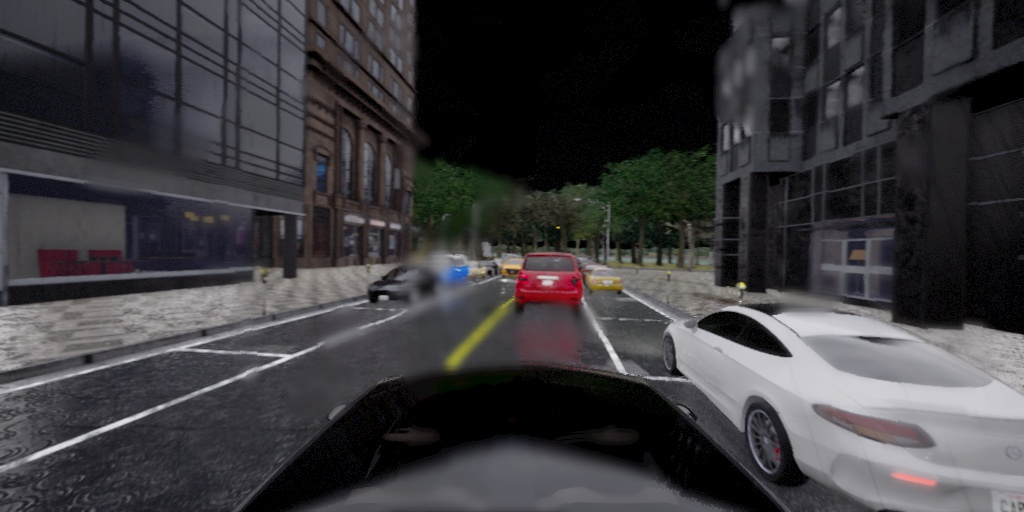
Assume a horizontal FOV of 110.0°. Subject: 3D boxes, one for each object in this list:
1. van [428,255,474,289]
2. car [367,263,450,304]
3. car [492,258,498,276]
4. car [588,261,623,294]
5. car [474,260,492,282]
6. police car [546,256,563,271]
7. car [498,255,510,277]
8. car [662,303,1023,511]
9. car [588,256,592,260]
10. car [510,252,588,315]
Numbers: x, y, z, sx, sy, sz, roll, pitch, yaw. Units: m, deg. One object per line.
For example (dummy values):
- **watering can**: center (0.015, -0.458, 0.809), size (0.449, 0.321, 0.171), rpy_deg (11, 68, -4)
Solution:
- **van**: center (-3.619, 0.841, 20.370), size (1.690, 1.789, 3.998), rpy_deg (0, 0, 7)
- **car**: center (-4.307, 1.105, 14.976), size (1.948, 1.339, 4.313), rpy_deg (0, 0, 7)
- **car**: center (-2.243, 0.990, 31.157), size (1.948, 1.339, 4.313), rpy_deg (0, 0, 7)
- **car**: center (4.858, 1.197, 19.461), size (1.751, 1.417, 4.829), rpy_deg (0, 0, 7)
- **car**: center (-2.952, 0.988, 25.595), size (1.751, 1.417, 4.829), rpy_deg (0, 0, 7)
- **police car**: center (5.282, 0.869, 44.502), size (1.930, 1.638, 5.238), rpy_deg (1, 0, 7)
- **car**: center (0.346, 0.960, 30.223), size (1.882, 1.535, 5.008), rpy_deg (1, 1, 7)
- **car**: center (3.344, 1.312, 4.433), size (1.812, 1.442, 4.674), rpy_deg (1, 1, 7)
- **car**: center (6.212, 1.036, 30.080), size (1.967, 1.591, 4.097), rpy_deg (0, 0, 7)
- **car**: center (1.422, 0.884, 13.410), size (2.150, 2.045, 5.566), rpy_deg (1, 0, 7)
